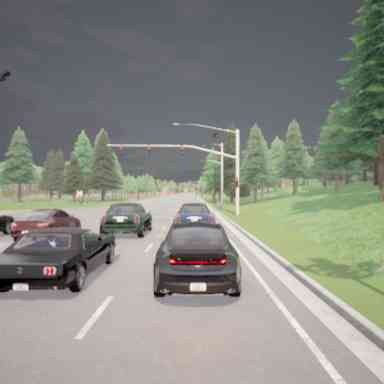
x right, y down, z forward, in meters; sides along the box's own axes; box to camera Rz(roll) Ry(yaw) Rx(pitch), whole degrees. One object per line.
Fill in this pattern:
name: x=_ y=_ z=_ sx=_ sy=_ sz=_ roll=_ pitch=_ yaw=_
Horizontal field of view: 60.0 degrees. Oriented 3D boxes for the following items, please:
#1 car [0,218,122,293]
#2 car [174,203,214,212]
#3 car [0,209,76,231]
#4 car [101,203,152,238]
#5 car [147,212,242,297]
car: x=-3.392 y=1.599 z=8.832 sx=1.895 sy=1.301 sz=4.718 roll=0 pitch=0 yaw=0
car: x=0.115 y=1.348 z=17.646 sx=2.097 sy=1.767 sz=4.553 roll=0 pitch=0 yaw=0
car: x=-6.886 y=1.522 z=16.046 sx=1.812 sy=1.442 sz=4.674 roll=0 pitch=0 yaw=0
car: x=-3.384 y=1.348 z=17.789 sx=2.097 sy=1.767 sz=4.553 roll=0 pitch=0 yaw=0
car: x=0.108 y=1.503 z=8.552 sx=1.837 sy=1.490 sz=4.892 roll=0 pitch=0 yaw=0
